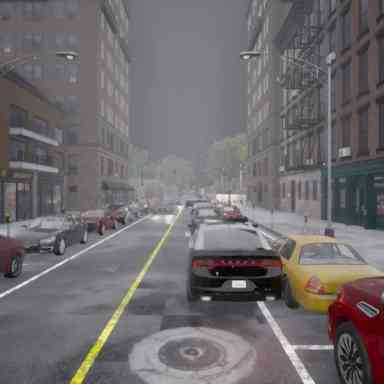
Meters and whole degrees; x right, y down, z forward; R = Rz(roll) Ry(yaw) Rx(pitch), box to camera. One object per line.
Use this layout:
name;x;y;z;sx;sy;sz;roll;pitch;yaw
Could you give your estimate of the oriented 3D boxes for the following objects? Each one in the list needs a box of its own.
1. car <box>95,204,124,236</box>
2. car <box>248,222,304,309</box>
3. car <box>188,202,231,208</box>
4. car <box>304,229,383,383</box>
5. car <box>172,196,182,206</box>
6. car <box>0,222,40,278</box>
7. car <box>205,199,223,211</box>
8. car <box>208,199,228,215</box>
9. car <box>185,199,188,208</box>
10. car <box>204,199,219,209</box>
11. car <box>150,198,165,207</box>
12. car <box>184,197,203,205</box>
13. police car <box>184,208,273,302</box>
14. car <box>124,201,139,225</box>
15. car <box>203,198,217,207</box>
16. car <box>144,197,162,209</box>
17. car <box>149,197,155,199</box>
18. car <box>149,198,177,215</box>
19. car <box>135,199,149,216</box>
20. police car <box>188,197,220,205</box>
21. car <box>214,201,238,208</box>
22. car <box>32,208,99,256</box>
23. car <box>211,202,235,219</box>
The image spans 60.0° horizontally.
car;-5.368;1.545;18.544;1.887;1.381;4.507;0;0;0
car;2.642;1.525;7.672;1.752;1.417;4.829;0;0;0
car;0.844;1.526;18.355;1.812;1.442;4.674;0;0;0
car;2.641;1.315;1.986;2.192;1.841;5.009;0;0;0
car;-2.695;1.528;56.031;1.837;1.490;4.892;0;0;0
car;-5.379;1.582;7.506;1.802;1.307;4.206;0;0;0
car;2.678;1.554;40.614;1.887;1.381;4.507;0;0;0
car;2.673;1.531;35.266;1.752;1.417;4.829;0;0;0
car;0.072;1.493;47.125;1.882;1.535;5.008;0;0;1
car;2.684;1.596;46.132;1.802;1.307;4.206;0;0;0
car;-5.336;1.601;51.657;1.802;1.307;4.206;0;0;0
car;0.361;1.590;59.775;1.994;1.385;4.181;0;0;23
police car;0.834;1.425;8.465;1.930;1.638;5.238;0;0;0
car;-5.362;1.567;24.063;1.947;1.339;4.313;0;0;0
car;2.689;1.584;51.650;1.947;1.339;4.313;0;0;0
car;-5.341;1.454;46.138;1.967;1.590;4.097;0;0;0
car;-5.352;1.446;35.100;1.967;1.590;4.097;0;0;0
car;-2.816;1.568;33.232;1.994;1.385;4.181;0;0;0
car;-5.357;1.553;29.581;2.008;1.369;4.403;0;0;0
police car;0.850;1.426;24.465;1.930;1.638;5.238;0;0;0
car;2.663;1.583;24.059;1.802;1.307;4.206;0;0;0
car;-5.373;1.551;13.025;2.008;1.369;4.403;0;0;0
car;2.668;1.584;29.577;1.802;1.307;4.206;0;0;0
